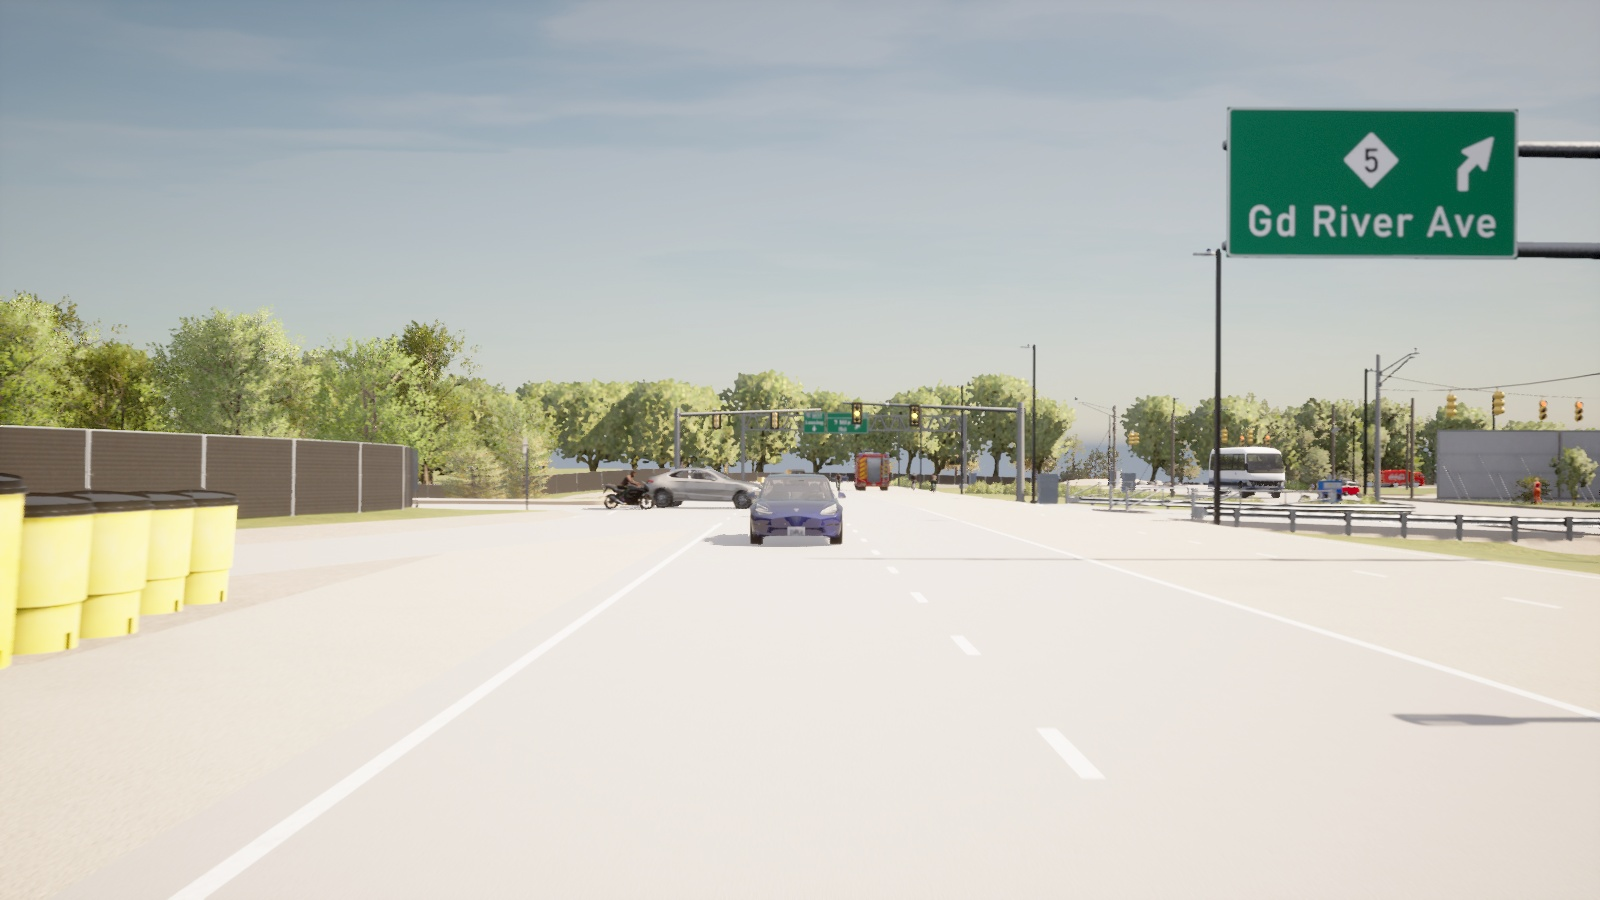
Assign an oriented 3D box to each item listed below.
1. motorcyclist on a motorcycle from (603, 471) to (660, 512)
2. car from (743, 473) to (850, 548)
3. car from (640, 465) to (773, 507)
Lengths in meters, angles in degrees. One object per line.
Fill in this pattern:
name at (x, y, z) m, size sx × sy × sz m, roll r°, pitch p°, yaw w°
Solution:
motorcyclist on a motorcycle at (-6.466, 1.593, 48.176) m, size 2.044 × 1.523 × 0.797 m, roll 0°, pitch 0°, yaw 5°
car at (-0.066, 1.270, 27.870) m, size 2.163 × 1.488 × 4.792 m, roll 0°, pitch -1°, yaw 0°
car at (-3.772, 1.438, 51.283) m, size 5.027 × 1.651 × 2.152 m, roll 0°, pitch -1°, yaw 9°
